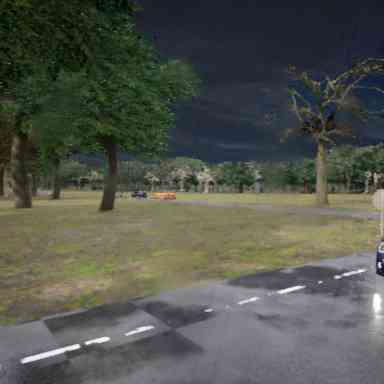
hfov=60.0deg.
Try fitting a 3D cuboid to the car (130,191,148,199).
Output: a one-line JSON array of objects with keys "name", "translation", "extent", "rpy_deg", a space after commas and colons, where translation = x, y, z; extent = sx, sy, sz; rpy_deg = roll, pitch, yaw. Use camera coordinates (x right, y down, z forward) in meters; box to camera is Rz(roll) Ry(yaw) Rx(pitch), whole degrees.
[{"name": "car", "translation": [-10.455, 0.592, 65.625], "extent": [1.837, 1.490, 4.892], "rpy_deg": [2, -1, -36]}]

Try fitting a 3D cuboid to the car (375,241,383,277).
[{"name": "car", "translation": [6.788, 1.341, 8.711], "extent": [4.553, 1.767, 2.097], "rpy_deg": [0, 0, -35]}]

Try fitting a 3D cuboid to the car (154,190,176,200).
[{"name": "car", "translation": [-4.673, 0.482, 57.644], "extent": [2.097, 1.767, 4.553], "rpy_deg": [2, -1, -35]}]
